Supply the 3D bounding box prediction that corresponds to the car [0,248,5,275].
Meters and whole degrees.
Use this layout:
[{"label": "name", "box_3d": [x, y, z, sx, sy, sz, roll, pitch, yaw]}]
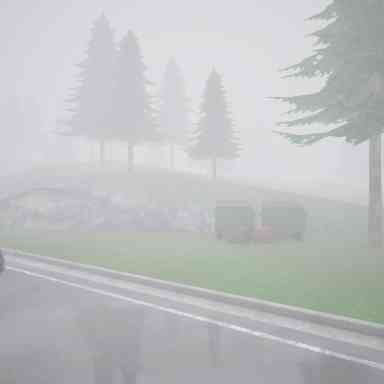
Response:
[{"label": "car", "box_3d": [-6.835, 1.564, 8.866, 4.181, 1.385, 1.994, 0, 0, 35]}]
